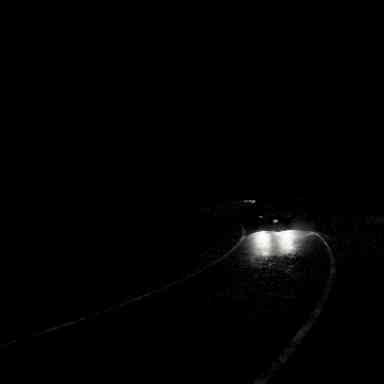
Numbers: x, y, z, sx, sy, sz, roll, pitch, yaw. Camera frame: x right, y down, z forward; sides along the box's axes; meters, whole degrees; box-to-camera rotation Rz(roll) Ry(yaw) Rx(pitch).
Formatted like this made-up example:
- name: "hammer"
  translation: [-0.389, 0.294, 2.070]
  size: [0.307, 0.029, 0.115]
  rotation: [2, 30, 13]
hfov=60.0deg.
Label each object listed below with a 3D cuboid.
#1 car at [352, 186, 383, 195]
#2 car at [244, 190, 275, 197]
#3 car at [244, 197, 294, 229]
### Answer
- name: "car"
  translation: [28.853, -0.248, 53.656]
  size: [5.357, 1.411, 2.033]
  rotation: [-1, 1, 13]
- name: "car"
  translation: [9.976, 0.414, 48.931]
  size: [5.357, 1.411, 2.033]
  rotation: [-3, 2, -40]
- name: "car"
  translation: [4.254, 1.235, 18.753]
  size: [1.994, 1.385, 4.181]
  rotation: [-2, 1, 1]
